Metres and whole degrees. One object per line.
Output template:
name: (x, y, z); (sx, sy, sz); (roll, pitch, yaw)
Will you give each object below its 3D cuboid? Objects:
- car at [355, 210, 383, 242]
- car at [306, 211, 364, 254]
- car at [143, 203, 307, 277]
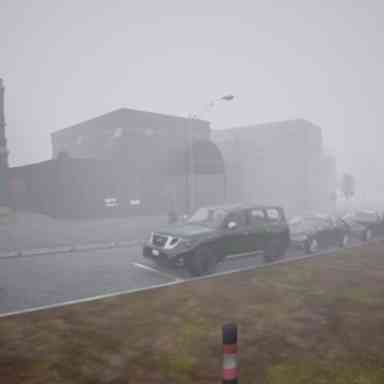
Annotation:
car: (9.563, 1.793, 18.677); (4.892, 1.521, 2.231); (1, 2, -42)
car: (5.413, 1.738, 14.930); (4.892, 1.521, 2.231); (1, 2, -41)
car: (1.114, 1.433, 11.304); (5.566, 2.045, 2.435); (1, 2, -39)
